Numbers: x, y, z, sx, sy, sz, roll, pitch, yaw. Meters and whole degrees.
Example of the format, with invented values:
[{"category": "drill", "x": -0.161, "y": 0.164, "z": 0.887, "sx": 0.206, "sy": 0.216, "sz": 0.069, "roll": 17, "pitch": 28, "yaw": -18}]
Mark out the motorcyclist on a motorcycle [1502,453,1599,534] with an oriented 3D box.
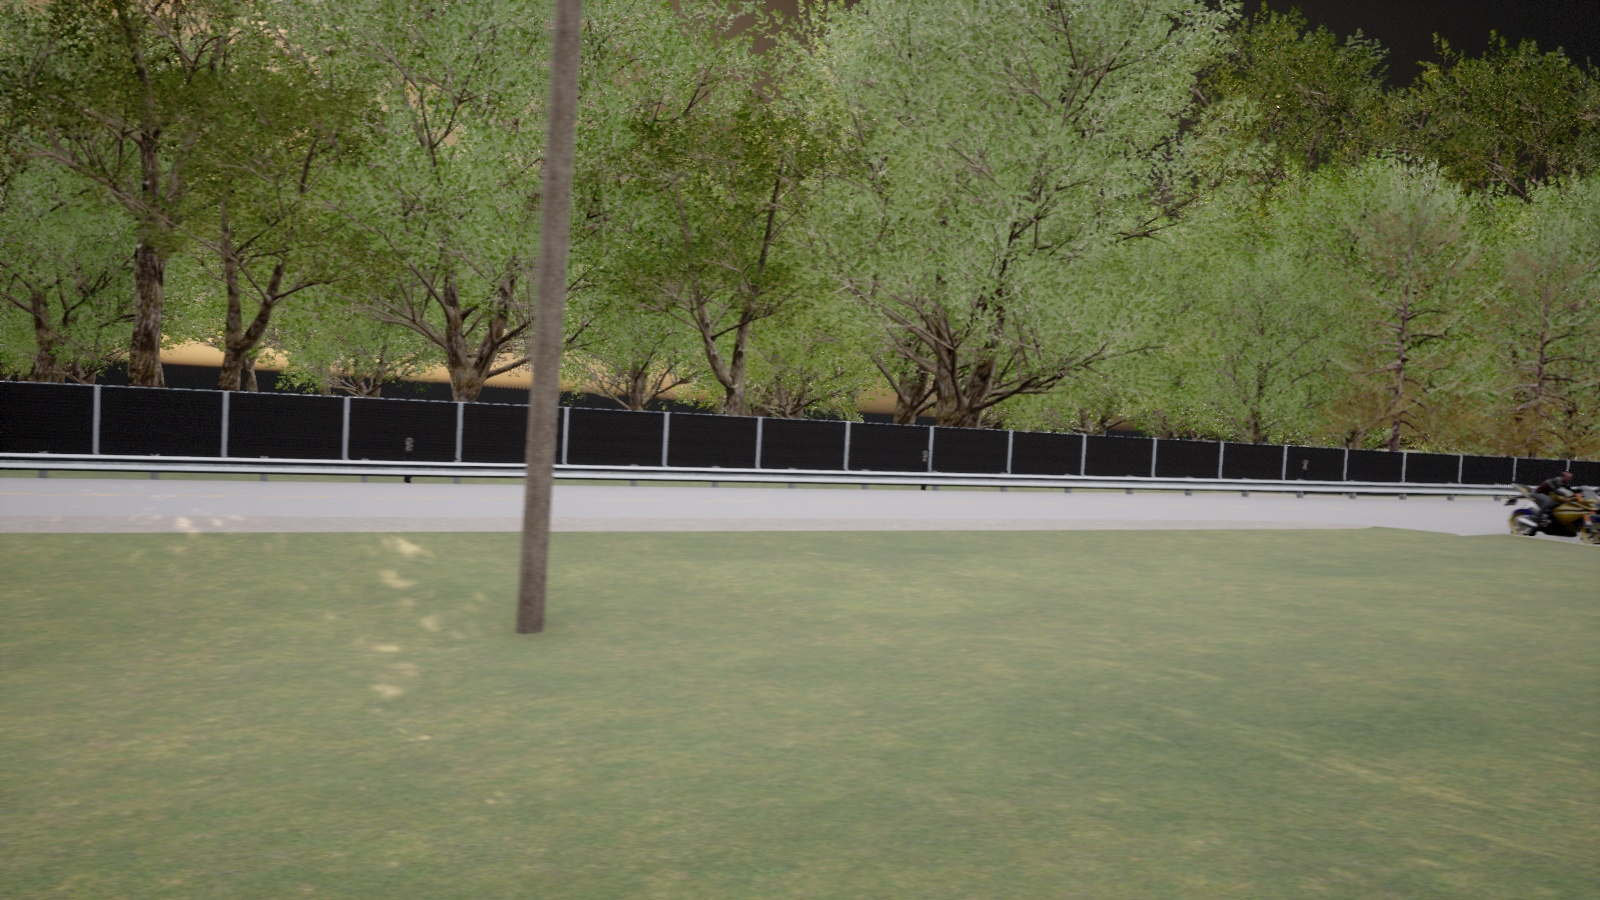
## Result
[{"category": "motorcyclist on a motorcycle", "x": 15.959, "y": 0.868, "z": 26.173, "sx": 0.866, "sy": 1.530, "sz": 2.191, "roll": -1, "pitch": 2, "yaw": -25}]
